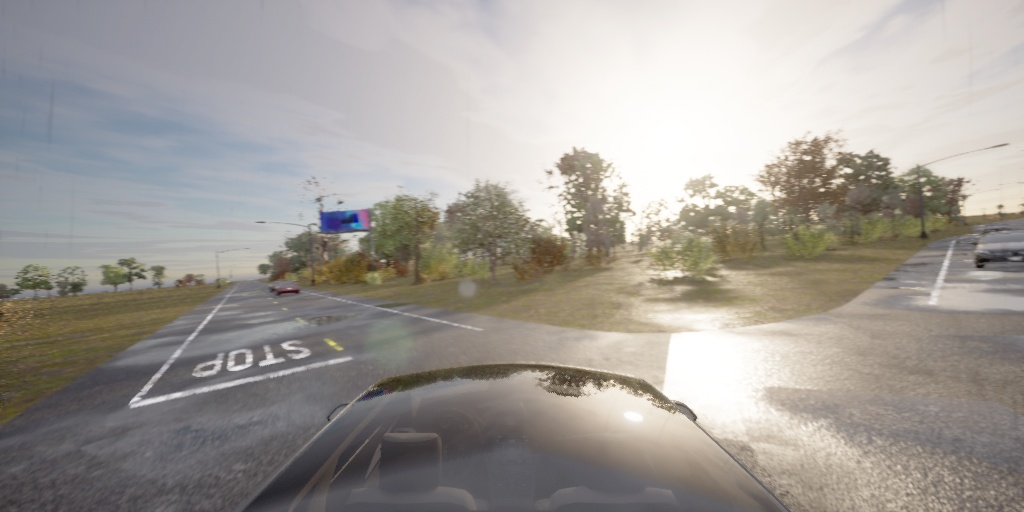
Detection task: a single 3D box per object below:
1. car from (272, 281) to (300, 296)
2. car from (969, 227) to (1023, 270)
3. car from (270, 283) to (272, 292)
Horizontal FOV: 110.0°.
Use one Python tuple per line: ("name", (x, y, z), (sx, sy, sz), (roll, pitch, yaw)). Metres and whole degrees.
("car", (-23.969, 3.407, 38.238), (1.994, 1.385, 4.181), (-4, 0, -37))
("car", (20.621, -0.308, 14.890), (4.674, 1.442, 1.812), (-4, 0, -39))
("car", (-30.239, 3.946, 46.620), (1.994, 1.385, 4.181), (-4, 0, -37))
